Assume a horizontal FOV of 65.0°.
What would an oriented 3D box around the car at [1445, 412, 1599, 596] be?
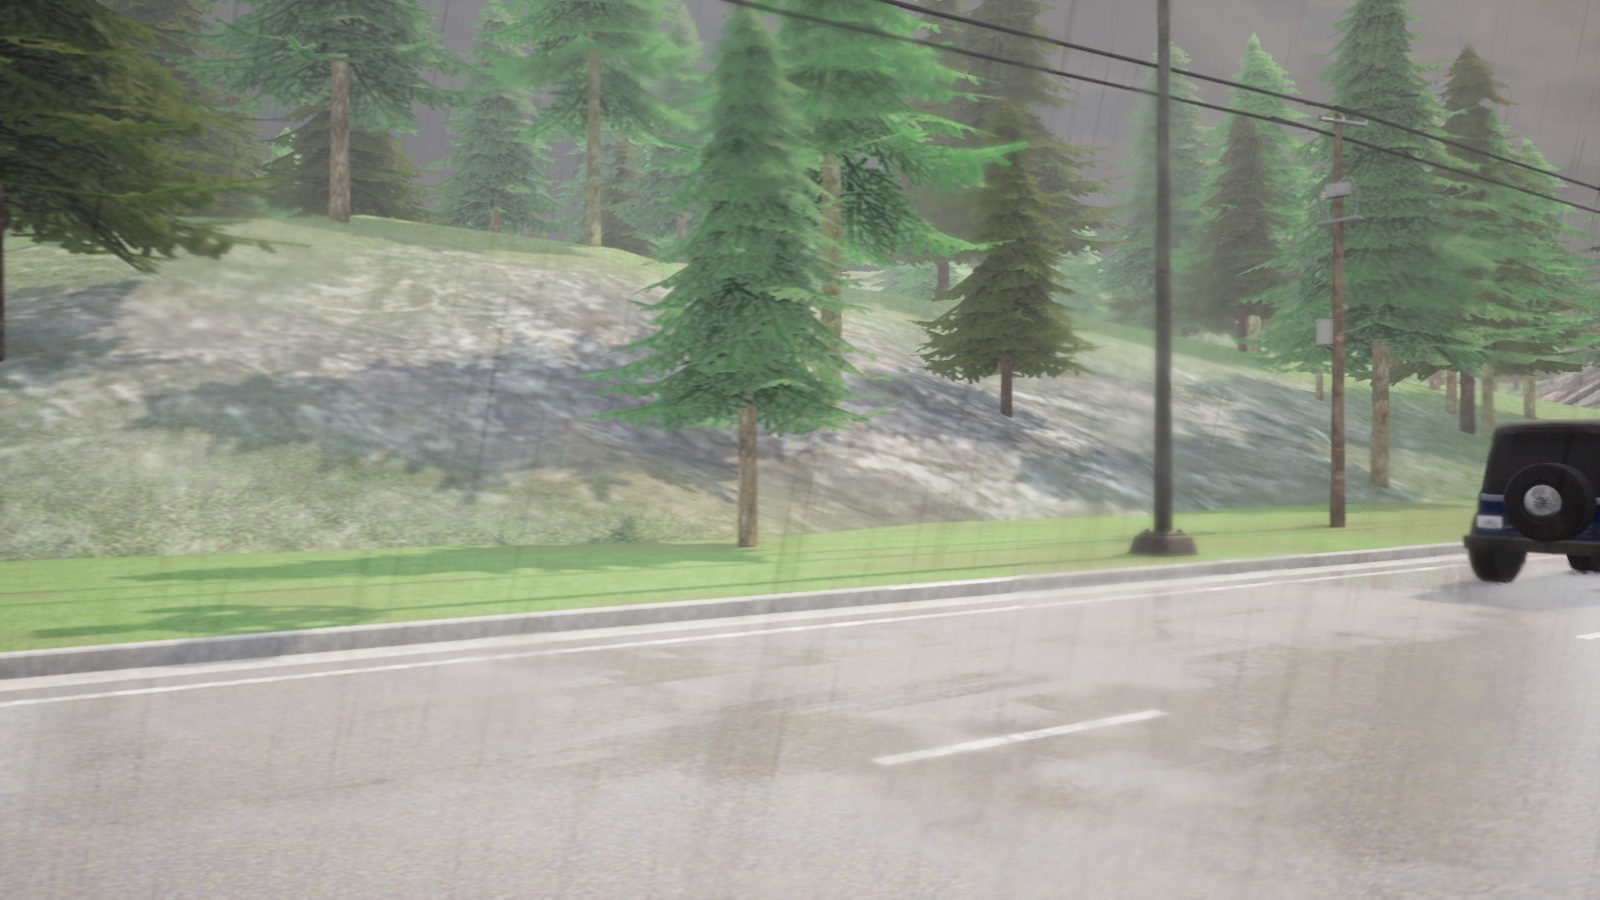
[{"bbox_3d":[9.403,0.556,14.469,3.866,1.878,1.905,0,0,-35],"label":"car"}]
